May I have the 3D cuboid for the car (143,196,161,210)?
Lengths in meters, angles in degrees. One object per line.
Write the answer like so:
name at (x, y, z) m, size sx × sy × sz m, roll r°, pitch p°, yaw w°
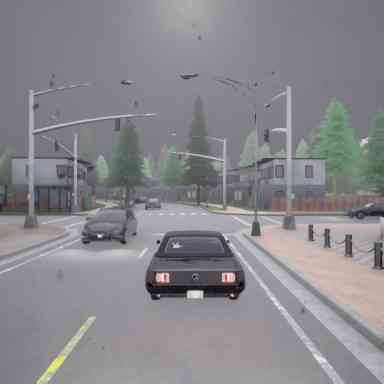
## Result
car at (-4.949, 1.491, 42.471) m, size 1.812 × 1.442 × 4.674 m, roll 0°, pitch 0°, yaw -6°

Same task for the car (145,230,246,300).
car at (0.032, 1.601, 8.349) m, size 1.895 × 1.301 × 4.718 m, roll 0°, pitch 0°, yaw -1°

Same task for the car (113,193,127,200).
car at (-16.060, 1.080, 73.294) m, size 1.837 × 1.490 × 4.892 m, roll 0°, pitch 0°, yaw -36°

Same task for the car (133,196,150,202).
car at (-10.968, 1.505, 71.945) m, size 1.994 × 1.385 × 4.181 m, roll 0°, pitch 0°, yaw -36°

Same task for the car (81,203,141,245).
car at (-3.710, 1.505, 15.675) m, size 1.837 × 1.490 × 4.892 m, roll 0°, pitch 0°, yaw -1°

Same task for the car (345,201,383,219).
car at (15.403, 1.510, 28.078) m, size 4.674 × 1.442 × 1.812 m, roll 0°, pitch 0°, yaw 1°

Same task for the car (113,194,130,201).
car at (-16.972, 1.322, 80.005) m, size 4.674 × 1.442 × 1.812 m, roll 0°, pitch 0°, yaw 45°

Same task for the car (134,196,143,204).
car at (-8.820, 1.513, 59.478) m, size 2.033 × 1.411 × 5.357 m, roll 0°, pitch 0°, yaw -22°
